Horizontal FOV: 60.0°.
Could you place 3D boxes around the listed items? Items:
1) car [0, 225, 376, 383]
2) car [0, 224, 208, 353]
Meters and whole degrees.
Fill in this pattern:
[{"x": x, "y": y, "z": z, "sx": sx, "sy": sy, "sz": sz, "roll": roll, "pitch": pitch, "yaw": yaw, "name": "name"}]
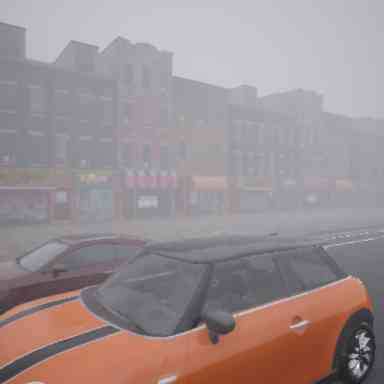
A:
[{"x": 0.012, "y": 1.340, "z": 3.692, "sx": 4.553, "sy": 1.767, "sz": 2.097, "roll": 0, "pitch": 0, "yaw": -35, "name": "car"}, {"x": -2.104, "y": 1.516, "z": 6.175, "sx": 4.674, "sy": 1.442, "sz": 1.812, "roll": 0, "pitch": 0, "yaw": -35, "name": "car"}]
